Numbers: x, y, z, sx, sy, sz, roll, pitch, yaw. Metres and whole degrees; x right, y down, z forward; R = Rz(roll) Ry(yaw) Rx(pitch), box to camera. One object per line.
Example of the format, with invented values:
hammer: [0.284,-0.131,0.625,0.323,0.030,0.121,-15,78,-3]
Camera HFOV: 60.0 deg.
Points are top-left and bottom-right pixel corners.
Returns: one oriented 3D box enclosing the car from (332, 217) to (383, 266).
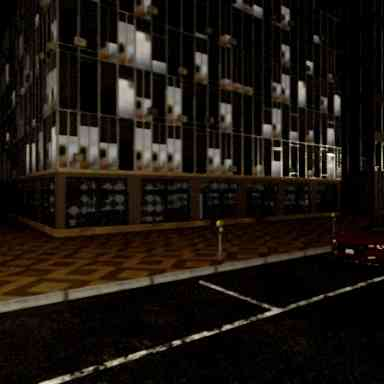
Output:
car: [6.524,1.517,11.211,4.507,1.381,1.887,0,0,-35]
